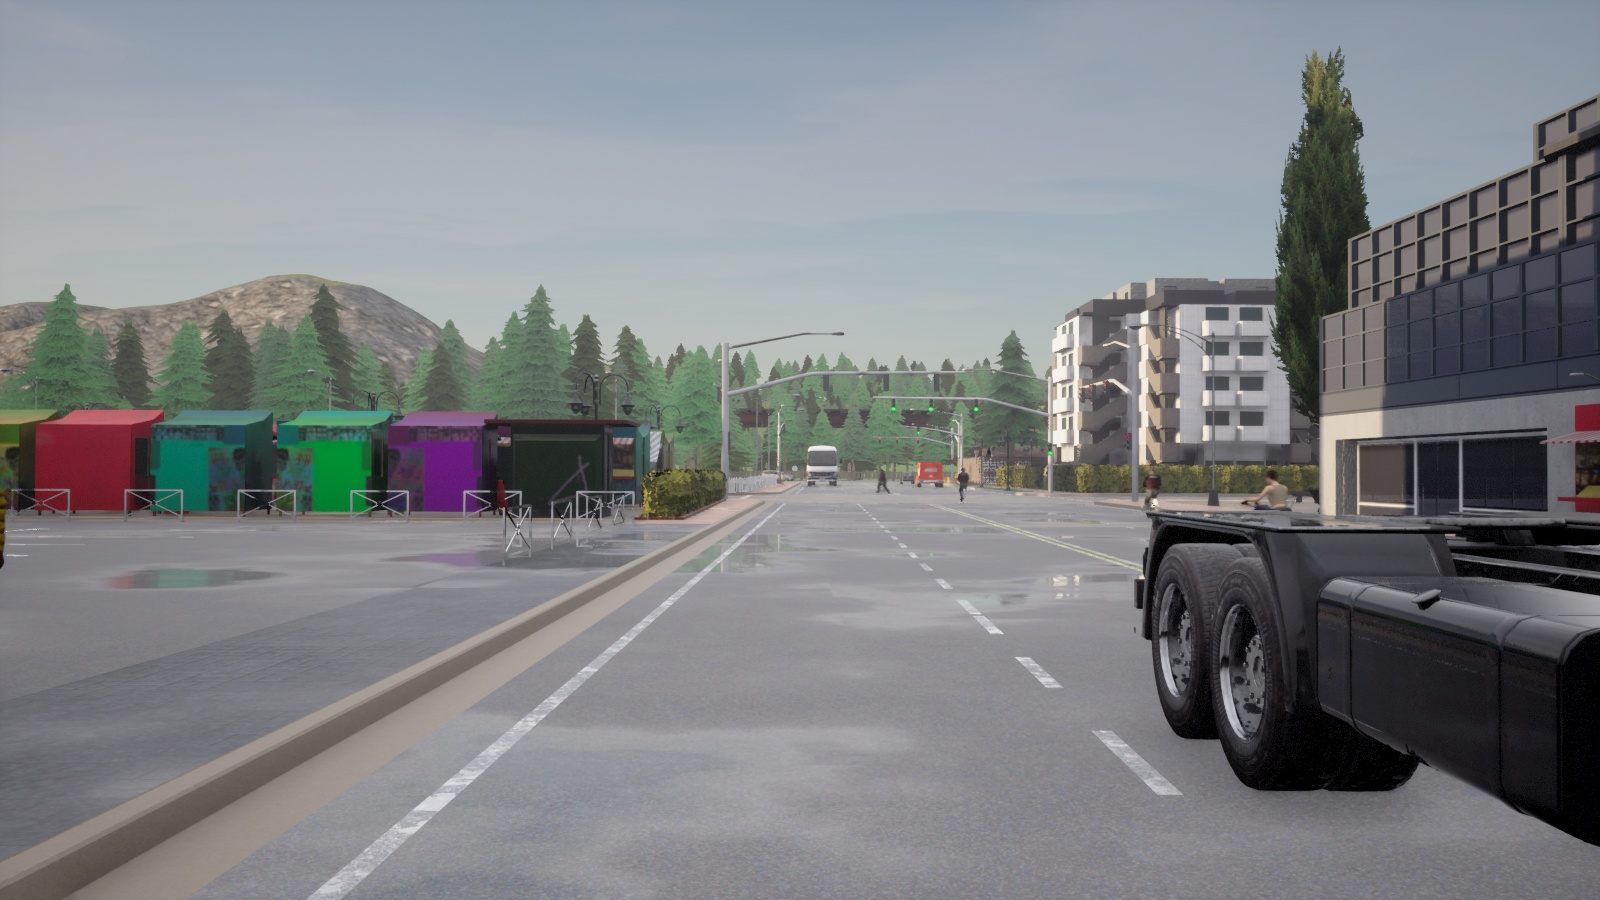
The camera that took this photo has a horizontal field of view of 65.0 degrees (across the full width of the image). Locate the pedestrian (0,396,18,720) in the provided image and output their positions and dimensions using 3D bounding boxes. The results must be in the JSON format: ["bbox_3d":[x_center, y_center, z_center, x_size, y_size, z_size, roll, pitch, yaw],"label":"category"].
[{"bbox_3d":[-4.729,0.608,6.904,0.370,1.835,0.726,0,-1,3],"label":"pedestrian"}]

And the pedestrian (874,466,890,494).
[{"bbox_3d":[5.486,1.990,84.112,0.899,1.844,0.634,0,-1,-7],"label":"pedestrian"}]

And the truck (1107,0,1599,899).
[{"bbox_3d":[3.537,-0.102,4.747,2.891,3.462,7.936,0,-1,1],"label":"truck"}]
